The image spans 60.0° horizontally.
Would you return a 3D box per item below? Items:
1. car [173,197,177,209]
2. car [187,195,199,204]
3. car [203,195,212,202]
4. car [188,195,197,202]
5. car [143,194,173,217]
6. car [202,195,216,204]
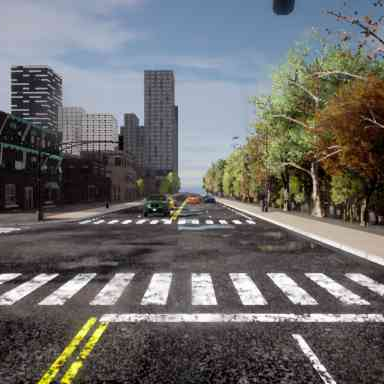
[{"bbox_3d":[-3.272,1.463,42.267,1.882,1.535,5.008,0,0,0],"label":"car"},{"bbox_3d":[0.195,1.328,63.022,2.097,1.767,4.553,0,0,0],"label":"car"},{"bbox_3d":[3.364,1.471,73.109,1.837,1.490,4.892,0,0,0],"label":"car"},{"bbox_3d":[0.126,1.449,72.843,1.882,1.535,5.008,0,0,0],"label":"car"},{"bbox_3d":[-3.293,1.212,32.085,2.150,2.045,5.566,0,0,0],"label":"car"},{"bbox_3d":[3.450,1.540,63.153,1.994,1.385,4.181,0,0,0],"label":"car"}]
